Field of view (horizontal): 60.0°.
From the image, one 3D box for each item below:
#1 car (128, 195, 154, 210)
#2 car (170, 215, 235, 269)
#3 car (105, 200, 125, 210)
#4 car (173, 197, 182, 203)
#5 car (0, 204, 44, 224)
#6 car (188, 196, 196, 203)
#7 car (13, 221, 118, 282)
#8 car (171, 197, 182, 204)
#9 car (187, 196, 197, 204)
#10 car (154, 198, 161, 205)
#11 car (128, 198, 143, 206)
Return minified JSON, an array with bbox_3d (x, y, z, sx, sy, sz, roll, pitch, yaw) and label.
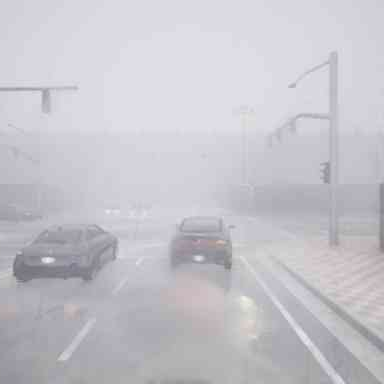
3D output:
[{"bbox_3d":[-7.087,1.401,46.296,2.150,2.045,5.566,0,0,0],"label":"car"},{"bbox_3d":[0.406,1.550,11.405,1.837,1.490,4.892,0,0,5],"label":"car"},{"bbox_3d":[-10.585,1.741,45.863,1.994,1.385,4.181,0,0,0],"label":"car"},{"bbox_3d":[-3.502,1.911,81.775,1.895,1.301,4.718,0,0,0],"label":"car"},{"bbox_3d":[-14.156,1.616,25.467,5.357,1.411,2.033,0,0,13],"label":"car"},{"bbox_3d":[-0.002,1.816,81.746,1.837,1.490,4.892,0,0,0],"label":"car"},{"bbox_3d":[-3.498,1.603,9.953,1.994,1.385,4.181,0,0,-2],"label":"car"},{"bbox_3d":[-3.502,1.827,71.753,1.994,1.385,4.181,0,0,0],"label":"car"},{"bbox_3d":[-0.002,1.751,71.390,1.882,1.535,5.008,0,0,0],"label":"car"},{"bbox_3d":[-7.028,1.843,62.379,1.895,1.301,4.718,0,0,1],"label":"car"},{"bbox_3d":[-10.531,1.803,61.965,1.994,1.385,4.181,0,0,1],"label":"car"}]
